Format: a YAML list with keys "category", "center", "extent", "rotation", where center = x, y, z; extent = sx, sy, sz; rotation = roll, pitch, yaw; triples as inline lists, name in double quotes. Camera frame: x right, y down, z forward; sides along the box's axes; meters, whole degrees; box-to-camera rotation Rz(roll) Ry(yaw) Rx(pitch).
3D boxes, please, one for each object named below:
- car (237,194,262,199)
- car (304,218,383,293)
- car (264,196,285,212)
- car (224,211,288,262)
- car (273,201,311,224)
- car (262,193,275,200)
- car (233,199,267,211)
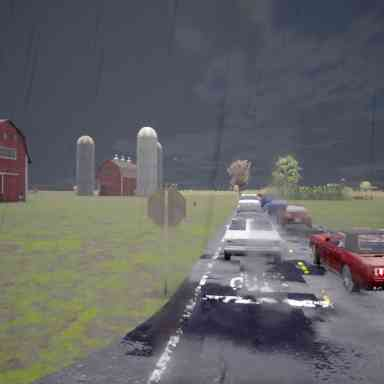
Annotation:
- category: "car"
  center: [6.030, 1.234, 35.345]
  extent: [2.150, 2.045, 5.566]
  rotation: [0, 0, 10]
- category: "car"
  center: [4.524, 1.607, 8.699]
  extent: [1.895, 1.301, 4.718]
  rotation: [0, 0, 6]
- category: "car"
  center: [8.493, 1.490, 32.873]
  extent: [1.882, 1.535, 5.008]
  rotation: [0, 0, 9]
- category: "car"
  center: [2.190, 1.607, 12.383]
  extent: [1.895, 1.301, 4.718]
  rotation: [0, 0, 8]
- category: "car"
  center: [6.742, 1.537, 22.222]
  extent: [1.812, 1.442, 4.674]
  rotation: [0, 0, 9]
- category: "car"
  center: [11.420, 1.229, 49.973]
  extent: [2.150, 2.045, 5.566]
  rotation: [0, 0, 10]
- category: "car"
  center: [4.021, 1.513, 23.233]
  extent: [1.837, 1.490, 4.892]
  rotation: [0, 0, 9]
